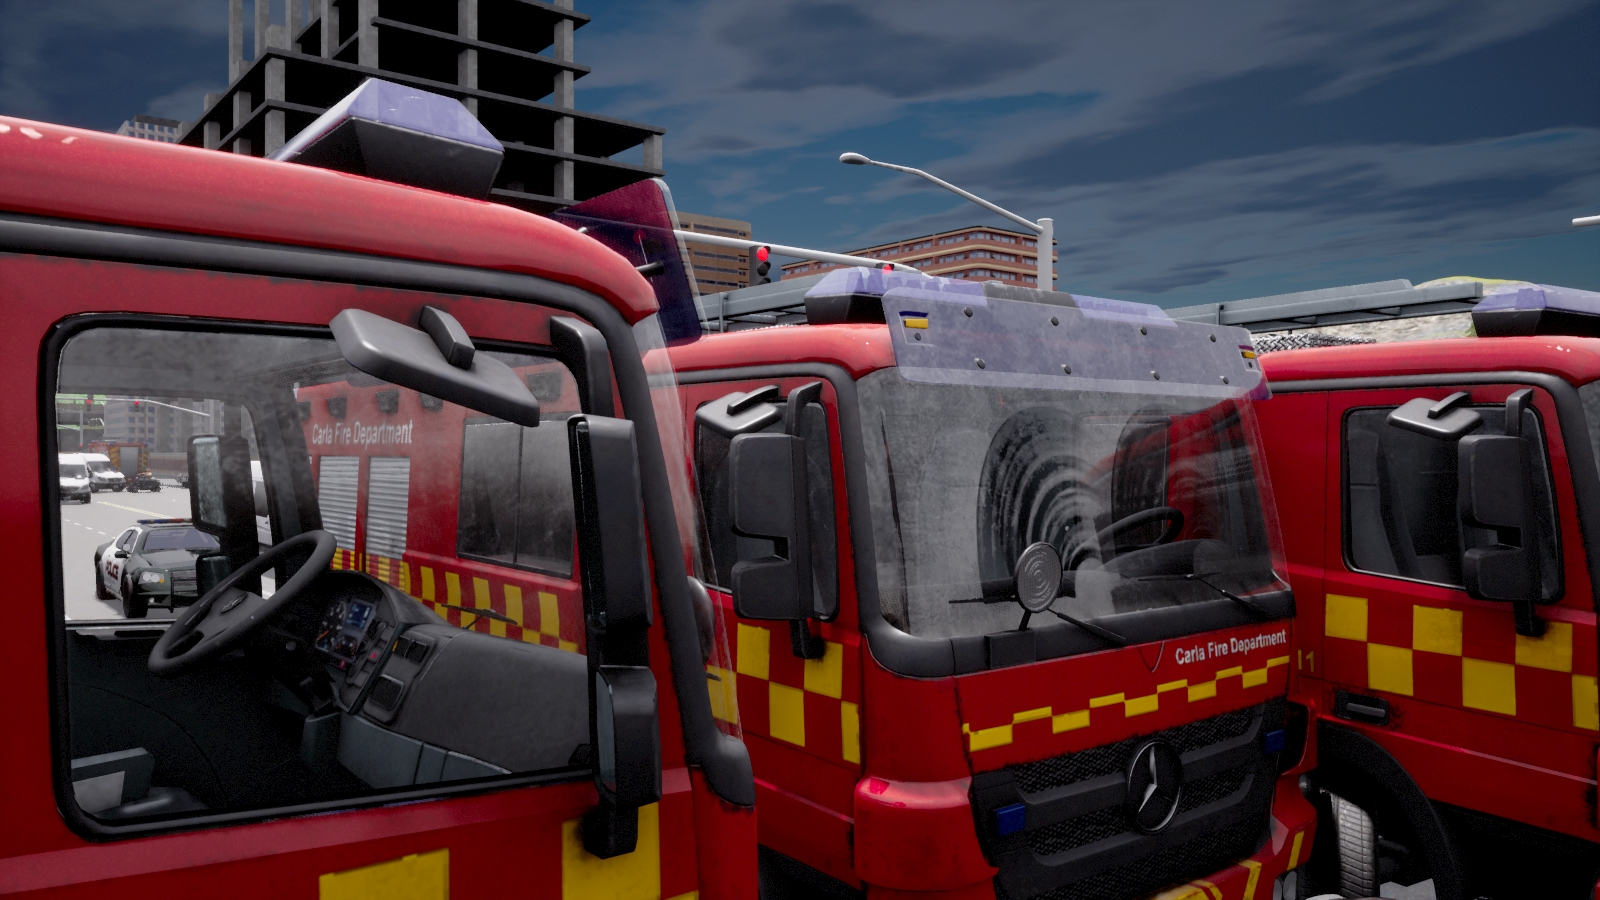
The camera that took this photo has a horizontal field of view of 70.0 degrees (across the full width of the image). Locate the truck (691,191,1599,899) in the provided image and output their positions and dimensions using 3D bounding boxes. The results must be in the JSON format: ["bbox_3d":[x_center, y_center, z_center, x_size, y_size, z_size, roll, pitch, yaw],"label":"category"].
[{"bbox_3d":[2.348,0.890,8.605,2.891,3.827,8.468,0,0,-31],"label":"truck"}]

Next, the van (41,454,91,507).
[{"bbox_3d":[-38.403,1.533,59.712,1.988,2.561,5.915,0,0,-35],"label":"van"}]

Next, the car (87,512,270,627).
[{"bbox_3d":[-11.386,2.037,20.746,2.038,1.542,4.974,0,0,-39],"label":"car"}]

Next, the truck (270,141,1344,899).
[{"bbox_3d":[-1.099,0.890,8.003,2.891,3.827,8.468,0,0,-38],"label":"truck"}]

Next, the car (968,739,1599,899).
[{"bbox_3d":[2.437,2.065,3.109,1.970,1.475,3.806,0,0,-30],"label":"car"}]
